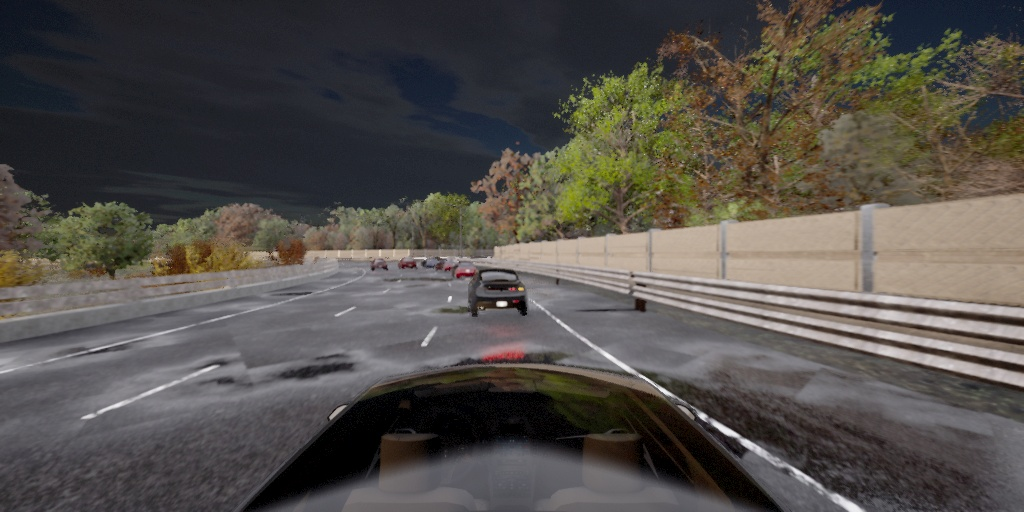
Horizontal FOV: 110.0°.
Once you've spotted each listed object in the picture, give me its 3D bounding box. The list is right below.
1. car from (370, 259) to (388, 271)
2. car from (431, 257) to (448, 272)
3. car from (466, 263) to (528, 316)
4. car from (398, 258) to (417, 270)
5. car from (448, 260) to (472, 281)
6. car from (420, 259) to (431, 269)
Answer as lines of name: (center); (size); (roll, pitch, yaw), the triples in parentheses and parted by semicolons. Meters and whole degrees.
car: (-17.011, 1.083, 45.856); (1.812, 1.442, 4.674); (0, 1, -25)
car: (-7.574, 1.095, 41.946); (1.994, 1.385, 4.181); (-1, 0, -30)
car: (-0.634, 1.183, 13.125); (1.837, 1.490, 4.892); (0, 0, -8)
car: (-13.848, 1.008, 47.347); (1.882, 1.535, 5.008); (0, 1, -25)
car: (-4.054, 1.148, 30.574); (1.994, 1.385, 4.181); (0, 0, -16)
car: (-11.651, 1.059, 50.963); (1.994, 1.385, 4.181); (0, 0, -27)
